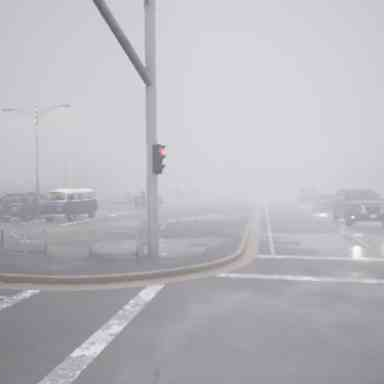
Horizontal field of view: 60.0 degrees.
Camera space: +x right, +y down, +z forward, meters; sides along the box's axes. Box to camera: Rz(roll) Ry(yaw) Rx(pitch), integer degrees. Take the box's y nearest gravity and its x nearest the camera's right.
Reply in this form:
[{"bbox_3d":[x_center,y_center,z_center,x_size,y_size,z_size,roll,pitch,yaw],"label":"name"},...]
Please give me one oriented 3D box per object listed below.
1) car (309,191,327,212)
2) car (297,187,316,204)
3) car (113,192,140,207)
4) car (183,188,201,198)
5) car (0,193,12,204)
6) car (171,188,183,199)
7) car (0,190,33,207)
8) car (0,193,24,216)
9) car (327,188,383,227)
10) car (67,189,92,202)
[{"bbox_3d":[11.814,0.902,29.306,1.837,1.490,4.892,0,1,12],"label":"car"},{"bbox_3d":[14.364,0.391,41.260,2.150,2.045,5.566,0,1,12],"label":"car"},{"bbox_3d":[-8.805,0.796,43.650,1.970,1.475,3.806,0,1,12],"label":"car"},{"bbox_3d":[0.323,0.182,59.491,1.932,1.855,4.605,0,1,12],"label":"car"},{"bbox_3d":[-28.162,0.923,47.784,1.784,1.438,3.905,0,1,12],"label":"car"},{"bbox_3d":[-2.495,0.207,60.152,1.905,1.878,3.866,0,1,12],"label":"car"},{"bbox_3d":[-25.346,0.690,47.109,1.932,1.855,4.605,0,1,12],"label":"car"},{"bbox_3d":[-17.615,1.125,30.100,1.970,1.475,3.806,0,1,12],"label":"car"},{"bbox_3d":[9.725,0.807,19.465,2.150,2.045,5.566,0,1,12],"label":"car"},{"bbox_3d":[-21.688,0.365,64.240,1.905,1.878,3.866,0,1,12],"label":"car"}]
